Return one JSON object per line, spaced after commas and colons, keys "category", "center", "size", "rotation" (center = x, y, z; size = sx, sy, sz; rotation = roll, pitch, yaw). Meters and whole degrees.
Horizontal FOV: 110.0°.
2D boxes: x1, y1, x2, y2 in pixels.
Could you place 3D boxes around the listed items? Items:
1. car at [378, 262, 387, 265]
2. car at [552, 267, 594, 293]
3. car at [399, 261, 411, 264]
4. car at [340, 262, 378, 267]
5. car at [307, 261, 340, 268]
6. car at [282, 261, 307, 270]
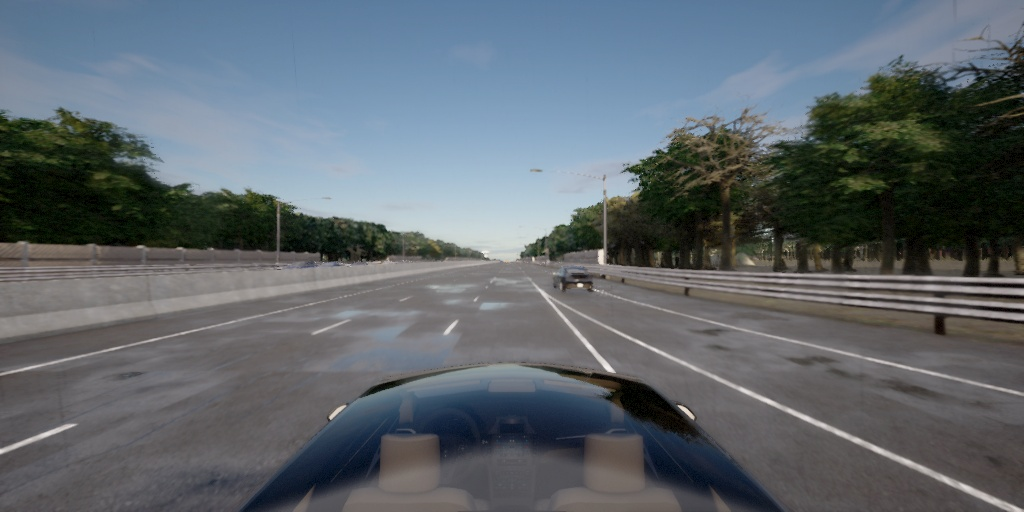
{"category": "car", "center": [-21.065, 1.638, 55.822], "size": [1.882, 1.535, 5.008], "rotation": [0, 0, 1]}
{"category": "car", "center": [3.720, 1.415, 22.397], "size": [1.837, 1.490, 4.892], "rotation": [0, 0, -2]}
{"category": "car", "center": [-17.549, 1.681, 57.928], "size": [1.837, 1.490, 4.892], "rotation": [0, 0, 0]}
{"category": "car", "center": [-17.581, 1.615, 41.378], "size": [1.994, 1.385, 4.181], "rotation": [0, 0, 0]}
{"category": "car", "center": [-21.077, 1.528, 41.439], "size": [1.882, 1.535, 5.008], "rotation": [0, -1, 0]}
{"category": "car", "center": [-24.568, 1.403, 41.714], "size": [2.097, 1.767, 4.553], "rotation": [0, 0, 1]}
